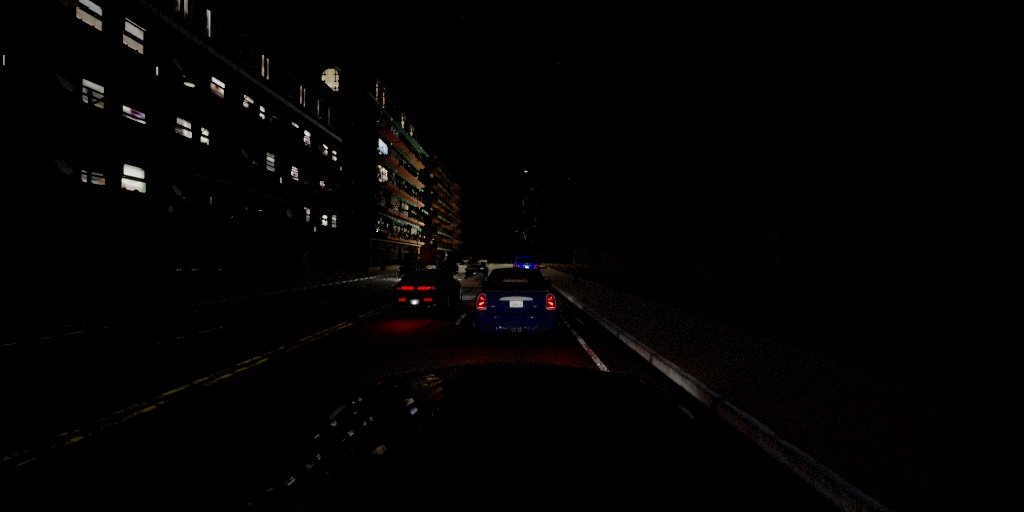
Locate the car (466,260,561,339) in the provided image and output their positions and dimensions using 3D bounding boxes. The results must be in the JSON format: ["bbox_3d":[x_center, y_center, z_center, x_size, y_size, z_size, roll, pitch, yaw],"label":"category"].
[{"bbox_3d":[0.103,1.104,10.194,2.097,1.767,4.553,0,0,0],"label":"car"}]

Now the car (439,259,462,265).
[{"bbox_3d":[-6.585,1.259,36.455,1.837,1.490,4.892,0,0,0],"label":"car"}]

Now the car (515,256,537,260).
[{"bbox_3d":[1.151,0.979,30.148,2.150,2.045,5.566,0,0,0],"label":"car"}]

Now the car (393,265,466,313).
[{"bbox_3d":[-3.145,1.255,14.019,1.837,1.490,4.892,0,-1,0],"label":"car"}]

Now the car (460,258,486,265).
[{"bbox_3d":[-3.135,1.247,32.675,2.128,1.511,4.902,0,0,0],"label":"car"}]

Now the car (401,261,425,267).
[{"bbox_3d":[-9.835,1.231,35.746,1.882,1.535,5.008,0,0,0],"label":"car"}]
